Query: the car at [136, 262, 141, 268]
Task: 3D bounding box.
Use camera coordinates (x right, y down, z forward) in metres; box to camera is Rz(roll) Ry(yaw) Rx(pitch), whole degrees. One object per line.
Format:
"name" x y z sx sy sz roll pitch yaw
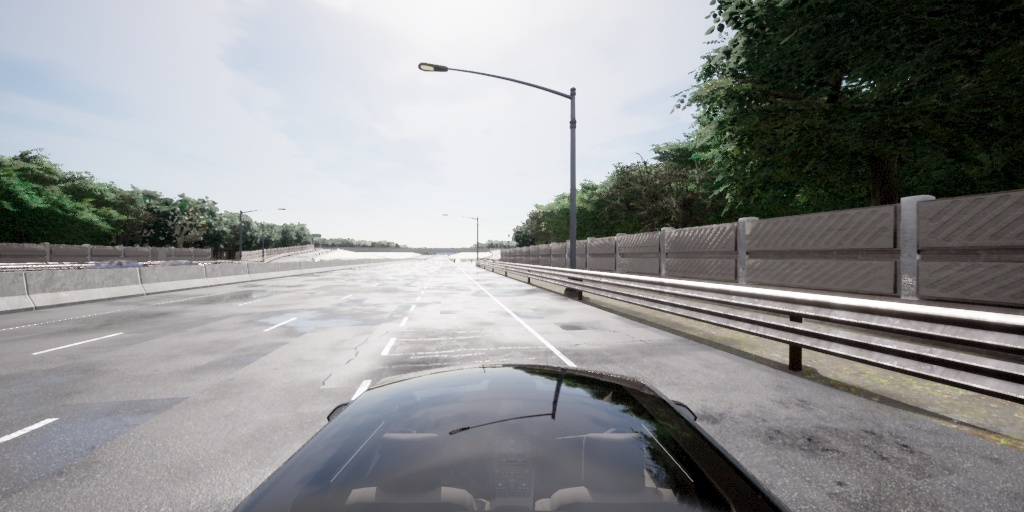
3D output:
"car" -34.827 1.251 36.491 1.882 1.535 5.008 0 0 -10

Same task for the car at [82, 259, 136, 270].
"car" -37.961 1.122 34.180 2.097 1.767 4.553 0 0 -10

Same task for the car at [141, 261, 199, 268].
"car" -30.589 1.274 32.793 1.837 1.490 4.892 0 -1 -10
